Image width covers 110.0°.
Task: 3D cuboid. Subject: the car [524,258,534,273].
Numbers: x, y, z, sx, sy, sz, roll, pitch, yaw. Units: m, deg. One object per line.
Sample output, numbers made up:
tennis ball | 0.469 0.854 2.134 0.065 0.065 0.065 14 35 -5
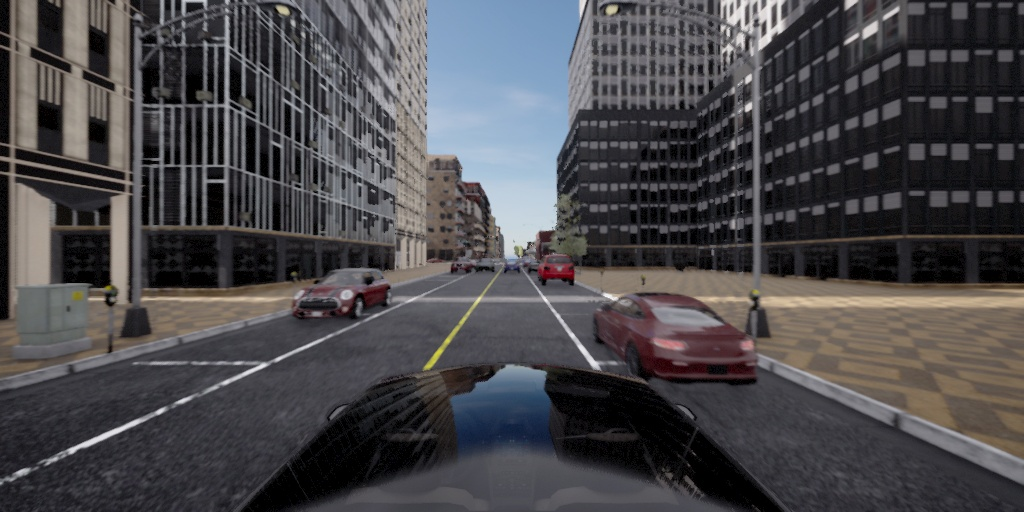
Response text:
car | 2.662 1.242 40.873 1.948 1.339 4.313 0 0 0

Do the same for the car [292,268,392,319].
car | -5.688 1.167 12.455 1.967 1.591 4.097 0 0 0

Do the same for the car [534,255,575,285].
car | 3.003 0.927 25.344 2.150 2.045 5.566 0 0 0

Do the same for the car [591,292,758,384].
car | 2.675 1.321 6.740 1.802 1.307 4.207 0 0 0

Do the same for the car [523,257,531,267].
car | 2.663 1.237 57.940 1.802 1.307 4.207 0 0 0

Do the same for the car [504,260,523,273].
car | 0.026 1.201 41.418 1.812 1.442 4.674 0 0 0

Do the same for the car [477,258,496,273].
car | -3.058 1.027 41.799 2.097 1.767 4.553 0 0 0

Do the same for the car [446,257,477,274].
car | -5.686 0.991 40.900 2.192 1.841 5.009 0 0 0
